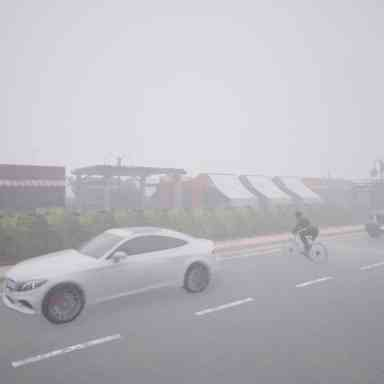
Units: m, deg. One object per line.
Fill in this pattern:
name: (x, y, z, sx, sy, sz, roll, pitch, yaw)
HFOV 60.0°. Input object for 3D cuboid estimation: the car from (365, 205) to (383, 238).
car: (10.876, 1.218, 16.352, 5.566, 2.045, 2.150, -1, 0, -32)

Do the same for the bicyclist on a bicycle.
bicyclist on a bicycle: (3.564, 1.455, 10.642, 0.582, 1.620, 1.656, 0, -2, -37)

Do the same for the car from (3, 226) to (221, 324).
car: (-1.446, 1.525, 7.281, 4.674, 1.442, 1.812, 0, 0, -37)
